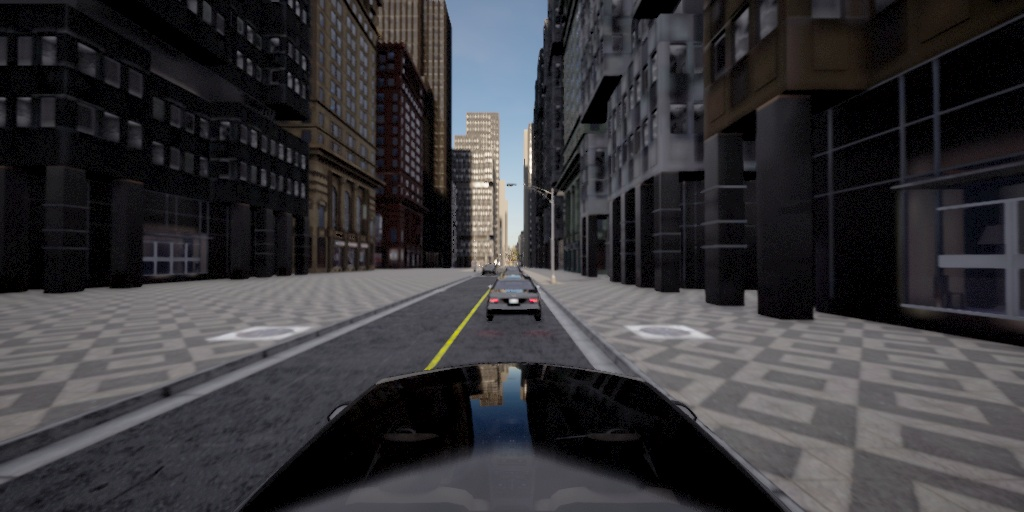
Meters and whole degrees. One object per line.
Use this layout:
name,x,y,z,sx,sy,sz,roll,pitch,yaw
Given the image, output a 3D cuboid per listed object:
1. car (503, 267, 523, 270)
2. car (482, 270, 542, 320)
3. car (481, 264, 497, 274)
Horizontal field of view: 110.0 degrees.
car,0.097,1.699,33.740,1.994,1.385,4.181,0,-1,0
car,0.070,1.419,13.219,2.033,1.411,5.357,0,-1,0
car,-3.075,1.878,48.793,1.837,1.490,4.892,0,-1,0
